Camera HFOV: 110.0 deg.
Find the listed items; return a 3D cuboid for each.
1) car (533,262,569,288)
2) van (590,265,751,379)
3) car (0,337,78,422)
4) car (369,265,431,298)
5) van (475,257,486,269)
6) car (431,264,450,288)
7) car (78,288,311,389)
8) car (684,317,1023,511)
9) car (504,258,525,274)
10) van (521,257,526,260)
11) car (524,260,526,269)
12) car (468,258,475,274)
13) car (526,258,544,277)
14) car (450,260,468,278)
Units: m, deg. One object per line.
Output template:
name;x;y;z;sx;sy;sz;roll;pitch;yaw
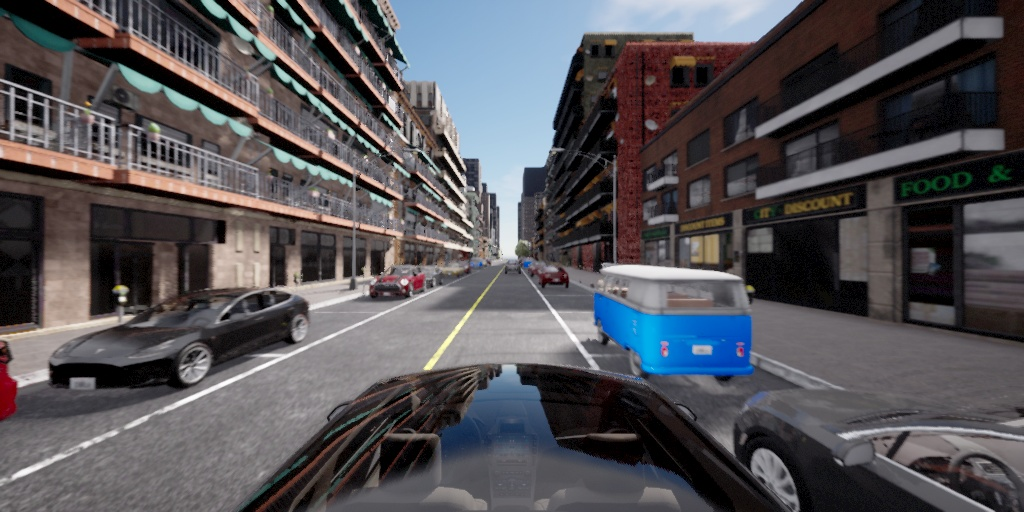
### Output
car;2.690;1.314;23.924;1.888;1.381;4.507;0;0;0
van;2.690;1.094;6.929;1.690;1.789;3.998;0;0;0
car;-5.690;1.065;1.268;2.192;1.841;5.009;0;0;0
car;-5.690;1.202;18.260;1.967;1.591;4.097;0;0;0
van;-5.690;1.164;57.913;1.690;1.789;3.998;0;0;0
car;-5.690;1.319;23.925;2.007;1.370;4.403;0;0;0
car;-5.690;1.319;6.930;1.948;1.339;4.313;0;0;0
car;2.690;1.300;1.267;2.007;1.370;4.403;0;0;0
car;0.100;1.285;42.705;2.128;1.511;4.902;0;0;0
van;2.691;1.164;57.912;1.690;1.789;3.998;0;0;0
car;2.690;1.375;40.918;1.802;1.307;4.207;0;0;0
car;-5.690;1.232;40.920;1.967;1.591;4.097;0;0;0
car;2.690;1.224;35.253;1.967;1.591;4.097;0;0;0
car;-5.690;1.310;35.084;1.751;1.417;4.829;0;0;0
